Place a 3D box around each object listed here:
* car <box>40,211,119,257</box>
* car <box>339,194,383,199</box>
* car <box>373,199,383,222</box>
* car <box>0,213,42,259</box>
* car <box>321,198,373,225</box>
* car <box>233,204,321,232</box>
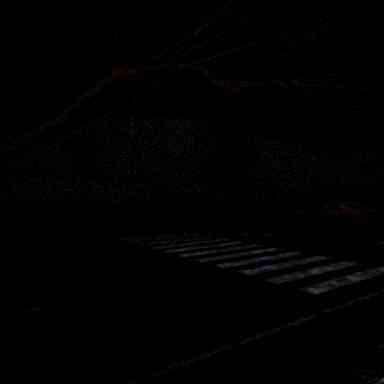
[{"bbox_3d":[-4.972,1.512,13.006,4.792,1.488,2.163,-1,-1,34],"label":"car"},{"bbox_3d":[14.584,1.144,26.952,5.566,2.045,2.435,-1,-1,35],"label":"car"},{"bbox_3d":[12.112,1.451,25.223,4.674,1.452,2.002,-1,-1,34],"label":"car"},{"bbox_3d":[-7.442,1.532,11.270,4.674,1.452,2.002,-1,0,35],"label":"car"},{"bbox_3d":[9.512,1.426,23.575,5.366,1.575,1.946,-1,0,35],"label":"car"},{"bbox_3d":[4.804,1.476,19.975,4.792,1.488,2.163,-1,-1,34],"label":"car"}]
